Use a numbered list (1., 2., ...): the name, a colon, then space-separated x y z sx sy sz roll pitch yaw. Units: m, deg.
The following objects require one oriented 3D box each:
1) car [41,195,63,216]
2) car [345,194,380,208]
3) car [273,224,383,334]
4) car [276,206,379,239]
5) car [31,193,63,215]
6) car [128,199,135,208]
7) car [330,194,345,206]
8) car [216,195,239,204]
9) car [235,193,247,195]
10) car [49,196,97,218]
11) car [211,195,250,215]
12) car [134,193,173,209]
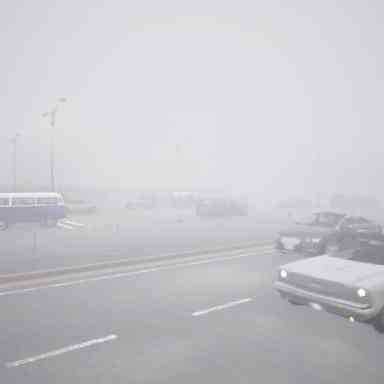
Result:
1. car: -12.889 1.364 34.093 3.905 1.438 1.784 0 0 -36
2. car: 21.743 1.153 41.916 4.605 1.855 1.932 0 0 -36
3. car: 3.850 1.601 6.878 4.718 1.301 1.895 0 0 -37
4. car: 5.086 1.492 12.144 4.902 1.511 2.128 0 0 -36
5. car: -14.522 1.153 36.223 4.605 1.855 1.932 0 0 -36
6. car: -7.365 1.364 52.000 3.905 1.438 1.784 0 0 -36
7. car: 20.069 1.156 44.278 3.866 1.878 1.905 0 0 -36
8. car: 6.680 1.395 62.384 3.806 1.475 1.970 0 0 -36
9. car: 8.390 1.156 60.048 3.866 1.878 1.905 0 0 -36
10. car: -11.171 1.395 31.763 3.806 1.475 1.970 0 0 -36
11. car: 4.406 1.395 36.086 3.806 1.475 1.970 0 0 -36
12. car: -5.697 1.153 49.631 4.605 1.855 1.932 0 0 -36
